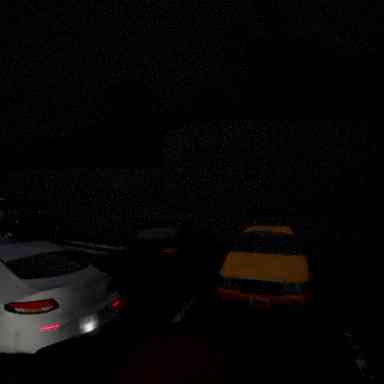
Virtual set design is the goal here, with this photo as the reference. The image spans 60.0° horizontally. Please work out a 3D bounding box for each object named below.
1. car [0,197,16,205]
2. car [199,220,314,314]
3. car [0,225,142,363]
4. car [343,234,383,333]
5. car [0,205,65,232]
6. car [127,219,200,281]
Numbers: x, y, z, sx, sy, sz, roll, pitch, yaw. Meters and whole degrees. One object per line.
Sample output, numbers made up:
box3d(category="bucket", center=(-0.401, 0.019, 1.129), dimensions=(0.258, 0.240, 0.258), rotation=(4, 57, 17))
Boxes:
box3d(category="car", center=(-10.270, 1.265, 16.843), dimensions=(2.435, 2.045, 5.566), rotation=(0, -1, 15))
box3d(category="car", center=(1.818, 1.484, 7.973), dimensions=(1.946, 1.575, 5.366), rotation=(1, -1, 15))
box3d(category="car", center=(-3.229, 1.524, 5.682), dimensions=(4.674, 1.442, 1.812), rotation=(0, 0, 35))
box3d(category="car", center=(4.298, 1.522, 6.449), dimensions=(2.163, 1.488, 4.792), rotation=(0, -1, 15))
box3d(category="car", center=(-7.837, 1.508, 15.084), dimensions=(2.231, 1.521, 4.892), rotation=(0, -1, 15))
box3d(category="car", center=(-0.566, 1.530, 9.881), dimensions=(2.002, 1.452, 4.674), rotation=(0, -1, 15))
